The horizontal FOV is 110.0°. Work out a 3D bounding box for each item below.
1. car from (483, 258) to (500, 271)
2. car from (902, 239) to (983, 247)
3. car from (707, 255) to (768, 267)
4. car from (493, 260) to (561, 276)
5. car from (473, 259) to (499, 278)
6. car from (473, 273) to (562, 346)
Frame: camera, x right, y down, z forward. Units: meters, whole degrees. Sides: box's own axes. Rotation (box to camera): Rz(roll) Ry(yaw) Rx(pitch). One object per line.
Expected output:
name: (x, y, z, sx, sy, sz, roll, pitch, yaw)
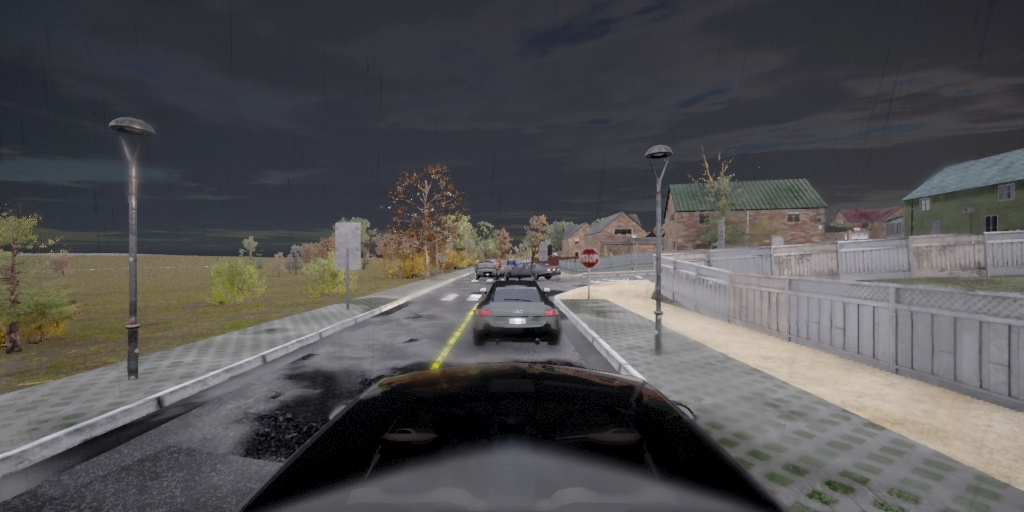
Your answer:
car: (-2.928, 1.121, 51.139, 2.097, 1.767, 4.553, 0, 0, 1)
car: (23.857, -0.208, 20.409, 4.902, 1.511, 2.128, -3, 0, 14)
car: (14.353, 0.413, 22.815, 4.181, 1.385, 1.994, -3, 0, 16)
car: (1.293, 1.198, 28.417, 5.357, 1.411, 2.033, -4, -3, 43)
car: (-2.299, 1.258, 31.322, 1.837, 1.490, 4.892, 0, 0, -8)
car: (0.089, 1.313, 9.400, 1.994, 1.385, 4.181, 0, 0, -1)
